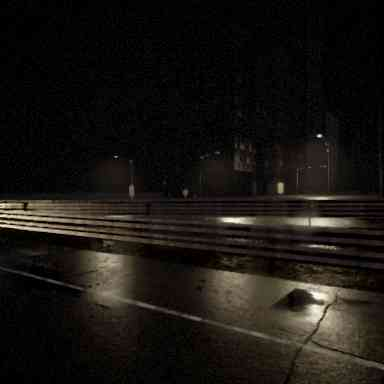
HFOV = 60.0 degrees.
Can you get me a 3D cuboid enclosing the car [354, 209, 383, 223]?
[{"bbox_3d":[12.827,1.245,20.327,5.357,1.411,2.033,-1,0,22],"label":"car"}]
